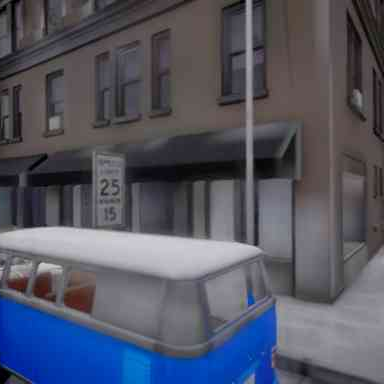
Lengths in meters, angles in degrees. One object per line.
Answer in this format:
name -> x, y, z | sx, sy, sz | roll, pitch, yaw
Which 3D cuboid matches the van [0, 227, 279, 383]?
van -> -1.049, 1.369, 3.825 | 3.998, 1.788, 1.690 | -1, 0, 36
